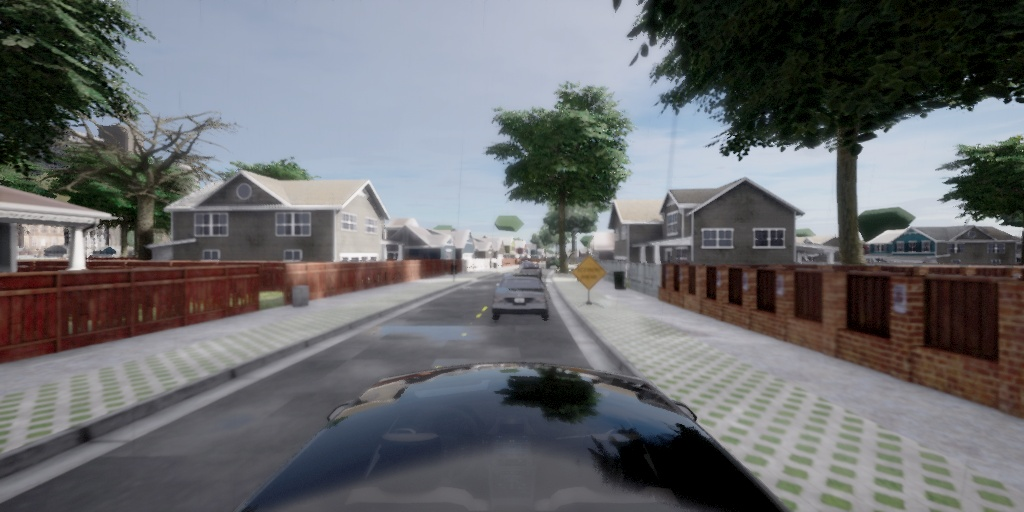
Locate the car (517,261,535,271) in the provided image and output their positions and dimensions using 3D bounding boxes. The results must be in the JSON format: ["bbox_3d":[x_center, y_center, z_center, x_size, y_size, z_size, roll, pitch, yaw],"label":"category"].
[{"bbox_3d":[2.282,1.489,56.723,2.033,1.411,5.357,0,0,10],"label":"car"}]

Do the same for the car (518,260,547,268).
[{"bbox_3d":[1.722,1.327,31.415,2.128,1.511,4.902,0,0,6],"label":"car"}]

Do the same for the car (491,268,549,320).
[{"bbox_3d":[0.354,1.324,12.823,2.033,1.411,5.357,0,0,3],"label":"car"}]

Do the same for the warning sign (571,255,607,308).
[{"bbox_3d":[2.813,0.895,13.151,1.300,1.860,1.060,0,0,3],"label":"warning sign"}]

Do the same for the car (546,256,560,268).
[{"bbox_3d":[7.116,1.127,62.520,2.150,2.045,5.566,-5,-1,11],"label":"car"}]
